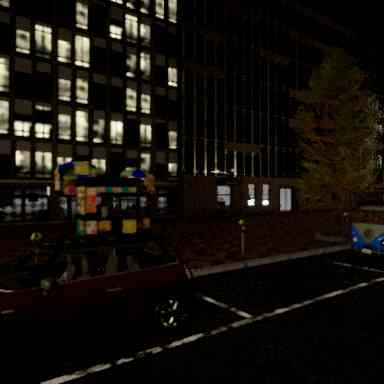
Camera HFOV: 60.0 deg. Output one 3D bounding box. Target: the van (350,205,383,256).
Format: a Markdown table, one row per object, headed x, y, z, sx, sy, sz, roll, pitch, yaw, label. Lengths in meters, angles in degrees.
| x | y | z | sx | sy | sz | roll | pitch | yaw | label |
| --- | --- | --- | --- | --- | --- | --- | --- | --- | --- |
| 7.212 | 1.342 | 11.706 | 3.998 | 1.788 | 1.690 | 0 | 0 | -35 | van |

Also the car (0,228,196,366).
| x | y | z | sx | sy | sz | roll | pitch | yaw | label |
| --- | --- | --- | --- | --- | --- | --- | --- | --- | --- |
| -2.017 | 1.441 | 5.123 | 4.097 | 1.590 | 1.967 | 0 | 0 | -35 | car |
